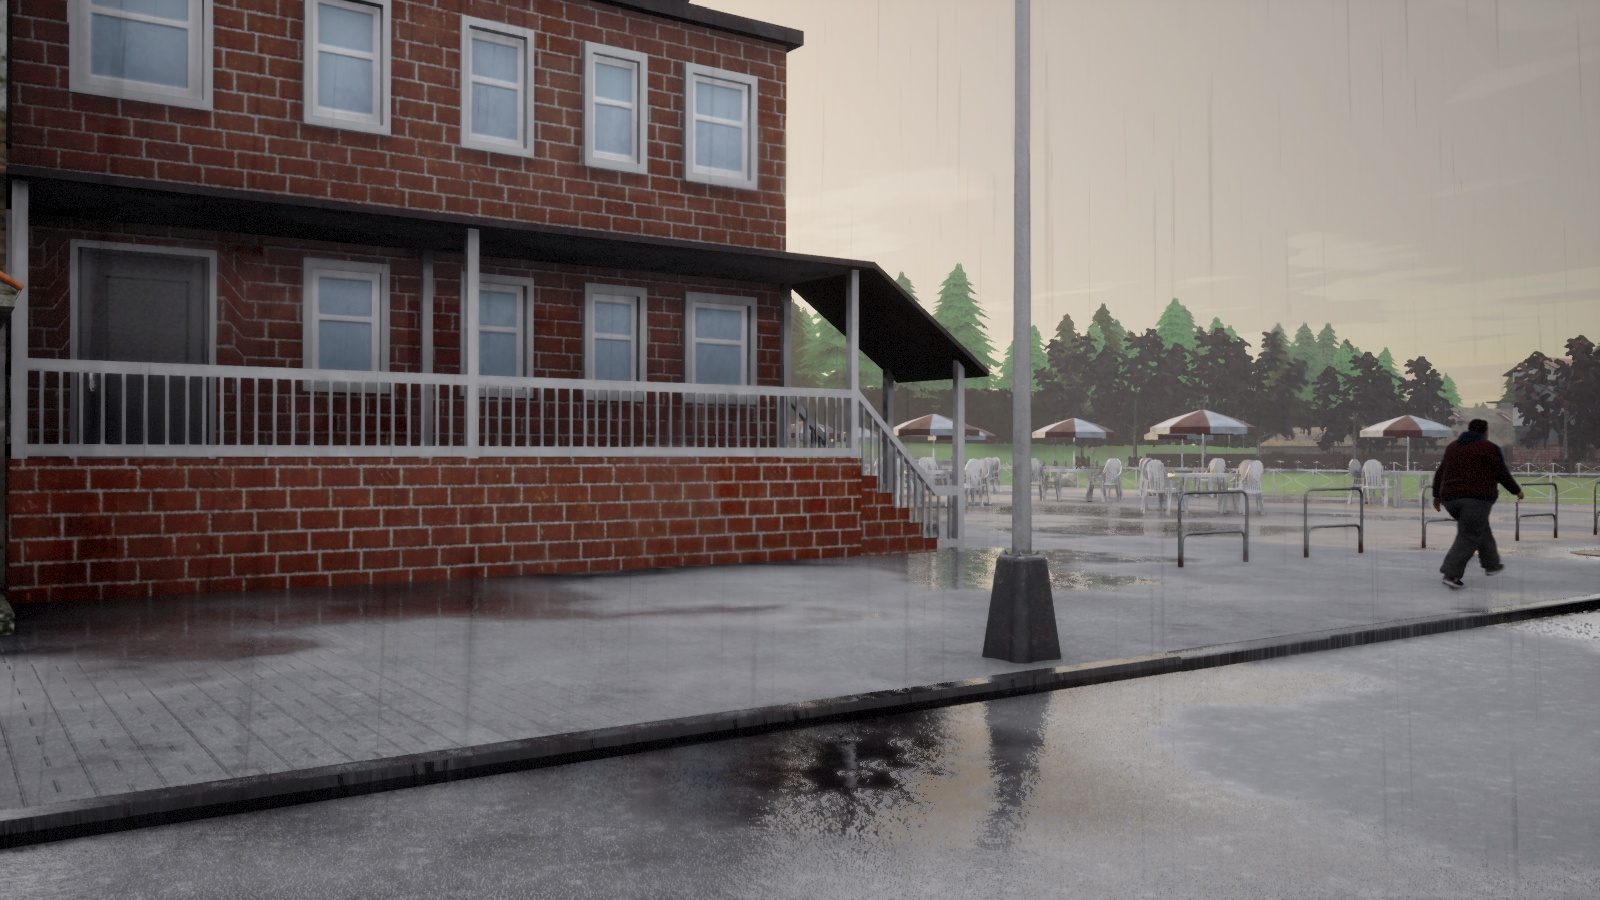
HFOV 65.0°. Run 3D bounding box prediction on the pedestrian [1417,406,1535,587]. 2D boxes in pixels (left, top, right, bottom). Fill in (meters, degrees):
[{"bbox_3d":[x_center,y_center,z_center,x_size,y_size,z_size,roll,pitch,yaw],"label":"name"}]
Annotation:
[{"bbox_3d":[7.104,0.472,13.209,0.899,1.844,0.634,0,0,-18],"label":"pedestrian"}]
